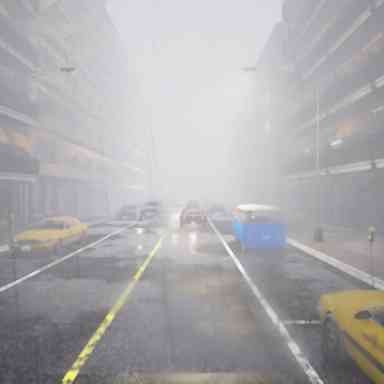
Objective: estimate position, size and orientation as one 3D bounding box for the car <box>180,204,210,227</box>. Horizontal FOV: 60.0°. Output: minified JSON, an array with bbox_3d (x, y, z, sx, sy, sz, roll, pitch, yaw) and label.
[{"bbox_3d":[0.092,1.787,24.684,1.895,1.301,4.718,0,0,0],"label":"car"}]

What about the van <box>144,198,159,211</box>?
[{"bbox_3d":[-5.716,1.701,47.133,1.690,1.788,3.998,-1,0,0],"label":"van"}]

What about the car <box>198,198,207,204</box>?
[{"bbox_3d":[2.655,2.217,85.783,2.008,1.369,4.403,-1,0,0],"label":"car"}]

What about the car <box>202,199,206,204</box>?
[{"bbox_3d":[2.669,1.866,41.597,2.008,1.369,4.403,-1,0,0],"label":"car"}]

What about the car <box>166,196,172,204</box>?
[{"bbox_3d":[-5.721,2.100,69.225,1.947,1.339,4.313,-1,0,0],"label":"car"}]

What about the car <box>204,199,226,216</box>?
[{"bbox_3d":[2.670,1.824,36.074,2.008,1.369,4.403,-1,0,0],"label":"car"}]

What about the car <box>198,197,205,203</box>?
[{"bbox_3d":[2.653,2.237,91.476,1.752,1.417,4.829,-1,0,0],"label":"car"}]

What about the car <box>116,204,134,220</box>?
[{"bbox_3d":[-5.708,1.798,30.560,1.947,1.339,4.313,-1,0,0],"label":"car"}]

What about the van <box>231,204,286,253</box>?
[{"bbox_3d":[2.676,1.446,13.983,1.690,1.788,3.998,-1,0,0],"label":"van"}]

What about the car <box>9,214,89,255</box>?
[{"bbox_3d":[-5.704,1.630,13.822,1.752,1.417,4.829,0,0,0],"label":"car"}]

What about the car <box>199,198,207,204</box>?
[{"bbox_3d":[2.657,2.166,80.260,1.887,1.381,4.507,-1,0,0],"label":"car"}]

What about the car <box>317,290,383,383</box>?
[{"bbox_3d":[2.681,1.549,3.104,1.752,1.417,4.829,-1,0,0],"label":"car"}]

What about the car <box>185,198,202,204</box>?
[{"bbox_3d":[0.085,1.852,45.699,1.837,1.490,4.892,0,0,0],"label":"car"}]

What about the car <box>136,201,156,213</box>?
[{"bbox_3d":[-5.713,1.861,41.608,1.887,1.381,4.507,-1,0,0],"label":"car"}]

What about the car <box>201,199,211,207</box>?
[{"bbox_3d":[2.661,2.015,63.861,1.752,1.417,4.829,-1,0,0],"label":"car"}]

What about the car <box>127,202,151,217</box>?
[{"bbox_3d":[-5.710,1.819,36.084,1.887,1.381,4.507,-1,0,0],"label":"car"}]

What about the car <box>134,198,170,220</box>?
[{"bbox_3d":[-3.009,1.416,26.176,1.837,1.490,4.892,0,0,0],"label":"car"}]

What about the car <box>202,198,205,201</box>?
[{"bbox_3d":[2.663,1.996,58.167,2.008,1.369,4.403,-1,0,0],"label":"car"}]
